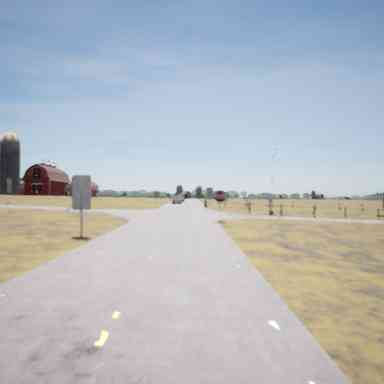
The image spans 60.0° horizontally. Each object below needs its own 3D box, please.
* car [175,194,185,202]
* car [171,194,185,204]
[{"bbox_3d":[-2.745,1.291,75.688,2.097,1.767,4.553,0,0,0],"label":"car"},{"bbox_3d":[-2.746,1.496,61.510,1.837,1.490,4.892,0,3,0],"label":"car"}]
